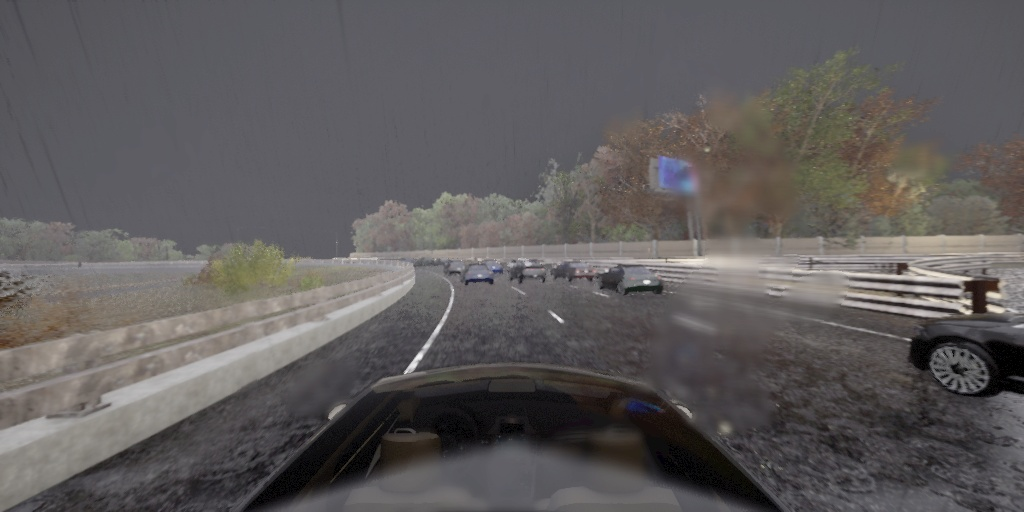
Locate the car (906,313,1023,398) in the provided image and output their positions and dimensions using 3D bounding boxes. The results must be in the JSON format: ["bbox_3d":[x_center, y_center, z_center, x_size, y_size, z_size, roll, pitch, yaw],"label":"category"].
[{"bbox_3d":[6.913,1.125,3.361,2.128,1.511,4.902,-1,0,-1],"label":"car"}]

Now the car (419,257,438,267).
[{"bbox_3d":[-15.340,0.918,63.397,2.097,1.767,4.553,-1,1,-34],"label":"car"}]

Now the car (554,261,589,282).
[{"bbox_3d":[4.393,1.063,26.196,2.033,1.411,5.357,-1,0,-12],"label":"car"}]

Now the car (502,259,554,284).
[{"bbox_3d":[0.994,1.065,25.342,2.128,1.511,4.902,-1,0,-12],"label":"car"}]

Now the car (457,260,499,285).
[{"bbox_3d":[-2.442,1.195,24.690,1.994,1.385,4.181,-1,0,-12],"label":"car"}]

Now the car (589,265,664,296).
[{"bbox_3d":[5.722,1.119,17.974,1.994,1.385,4.181,-1,0,-9],"label":"car"}]

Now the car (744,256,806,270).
[{"bbox_3d":[22.586,0.730,31.013,4.674,1.442,1.812,-1,0,17],"label":"car"}]

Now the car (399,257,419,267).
[{"bbox_3d":[-18.150,0.974,61.282,2.097,1.767,4.553,-1,1,-33],"label":"car"}]

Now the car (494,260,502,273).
[{"bbox_3d":[-2.417,1.108,37.327,1.994,1.385,4.181,-1,0,-19],"label":"car"}]

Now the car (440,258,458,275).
[{"bbox_3d":[-5.684,1.167,36.078,1.994,1.385,4.181,-1,0,-19],"label":"car"}]
